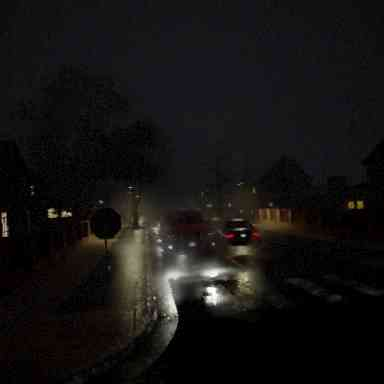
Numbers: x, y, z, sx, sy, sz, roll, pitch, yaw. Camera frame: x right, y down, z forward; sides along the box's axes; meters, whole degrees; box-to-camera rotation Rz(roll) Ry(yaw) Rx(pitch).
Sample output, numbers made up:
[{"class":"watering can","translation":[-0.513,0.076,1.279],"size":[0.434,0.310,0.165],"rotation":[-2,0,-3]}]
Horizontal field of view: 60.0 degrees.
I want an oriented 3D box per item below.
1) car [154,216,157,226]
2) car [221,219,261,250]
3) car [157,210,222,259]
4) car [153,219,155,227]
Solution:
[{"class":"car","translation":[-1.835,2.718,27.000],"size":[1.812,1.442,4.674],"rotation":[-3,-2,-8]},{"class":"car","translation":[2.299,2.168,17.895],"size":[2.033,1.411,5.357],"rotation":[-3,-2,-2]},{"class":"car","translation":[-0.371,1.937,16.504],"size":[2.150,2.045,5.566],"rotation":[-3,-2,-8]},{"class":"car","translation":[-3.637,3.342,39.922],"size":[1.994,1.385,4.181],"rotation":[-3,-2,-8]}]
